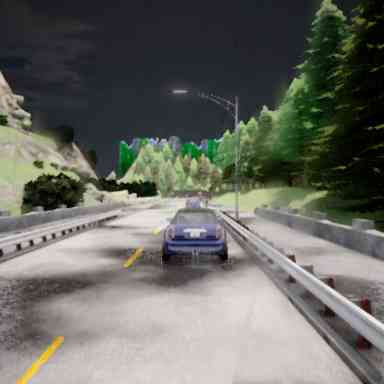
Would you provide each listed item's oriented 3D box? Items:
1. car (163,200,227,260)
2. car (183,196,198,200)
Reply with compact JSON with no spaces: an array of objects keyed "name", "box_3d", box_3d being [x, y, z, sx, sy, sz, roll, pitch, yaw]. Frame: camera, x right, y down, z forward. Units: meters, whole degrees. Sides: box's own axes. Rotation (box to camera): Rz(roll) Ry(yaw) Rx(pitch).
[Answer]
[{"name":"car","box_3d":[0.100,1.361,12.576,2.097,1.767,4.553,0,0,0]},{"name":"car","box_3d":[0.102,1.580,41.839,2.033,1.411,5.357,0,0,0]}]
